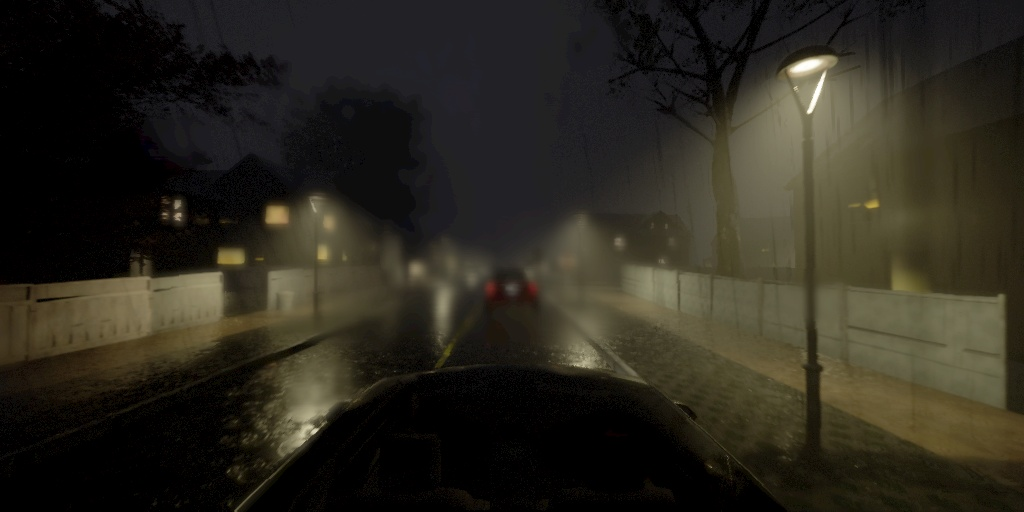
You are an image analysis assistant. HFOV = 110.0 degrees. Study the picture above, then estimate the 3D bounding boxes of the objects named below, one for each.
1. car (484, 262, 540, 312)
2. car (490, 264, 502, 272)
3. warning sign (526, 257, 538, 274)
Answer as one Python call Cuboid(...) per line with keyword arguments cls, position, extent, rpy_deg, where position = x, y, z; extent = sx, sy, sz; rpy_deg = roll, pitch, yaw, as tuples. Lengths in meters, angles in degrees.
Cuboid(cls="car", position=(0.024, 1.258, 15.200), extent=(2.097, 1.767, 4.553), rpy_deg=(0, -1, 1))
Cuboid(cls="car", position=(-2.792, 2.091, 64.261), extent=(1.994, 1.385, 4.181), rpy_deg=(0, -1, 1))
Cuboid(cls="warning sign", position=(2.514, 1.425, 47.881), extent=(1.300, 1.860, 1.060), rpy_deg=(0, 0, 0))
